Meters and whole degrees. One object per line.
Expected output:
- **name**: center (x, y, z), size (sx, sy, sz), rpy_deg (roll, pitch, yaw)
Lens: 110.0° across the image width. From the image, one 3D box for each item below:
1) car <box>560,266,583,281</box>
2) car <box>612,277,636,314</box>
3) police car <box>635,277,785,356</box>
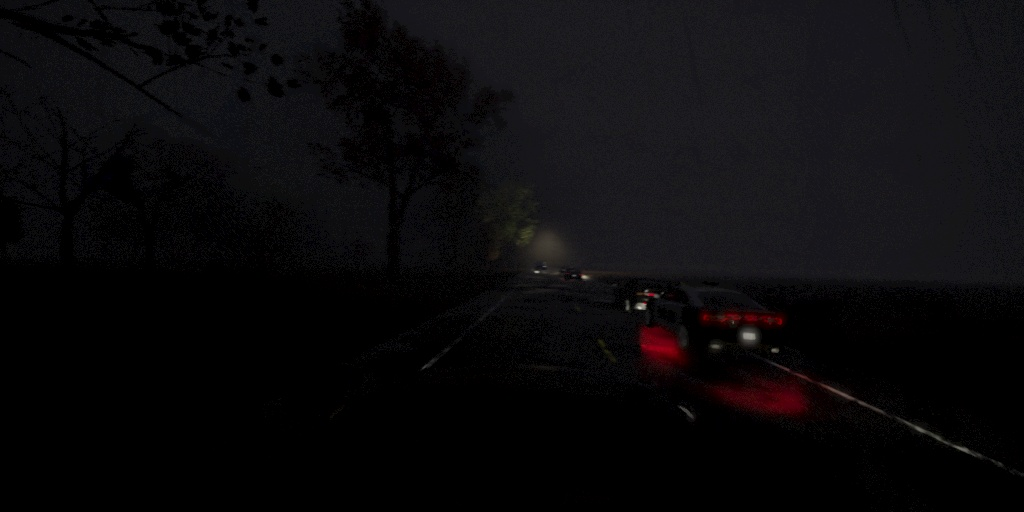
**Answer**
- **car**: center (6.851, 2.075, 40.373), size (1.994, 1.385, 4.181), rpy_deg (2, -1, 6)
- **car**: center (5.716, 1.673, 15.885), size (1.837, 1.490, 4.892), rpy_deg (2, -1, 5)
- **police car**: center (5.173, 1.501, 10.015), size (1.930, 1.638, 5.238), rpy_deg (2, -1, 5)
